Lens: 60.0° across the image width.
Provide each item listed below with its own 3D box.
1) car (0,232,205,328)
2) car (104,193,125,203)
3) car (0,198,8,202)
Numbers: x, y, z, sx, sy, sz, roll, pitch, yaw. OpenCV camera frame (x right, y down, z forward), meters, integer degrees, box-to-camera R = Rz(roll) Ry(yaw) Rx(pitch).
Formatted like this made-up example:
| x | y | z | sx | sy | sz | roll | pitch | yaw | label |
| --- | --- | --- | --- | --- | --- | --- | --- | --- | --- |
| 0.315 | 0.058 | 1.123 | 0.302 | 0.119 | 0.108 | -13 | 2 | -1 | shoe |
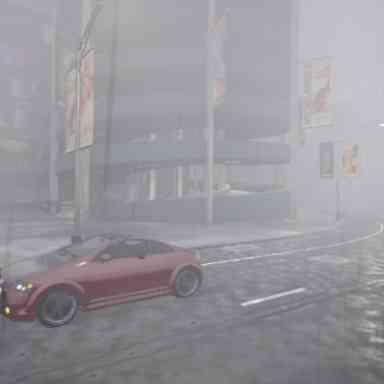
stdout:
| x | y | z | sx | sy | sz | roll | pitch | yaw | label |
| --- | --- | --- | --- | --- | --- | --- | --- | --- | --- |
| -1.774 | 1.593 | 7.068 | 4.181 | 1.385 | 1.994 | 1 | 0 | -36 | car |
| -14.389 | 1.306 | 61.428 | 2.435 | 2.045 | 5.566 | 1 | 0 | -36 | car |
| -28.938 | 1.540 | 49.967 | 1.895 | 1.301 | 4.718 | 1 | 0 | -36 | car |
